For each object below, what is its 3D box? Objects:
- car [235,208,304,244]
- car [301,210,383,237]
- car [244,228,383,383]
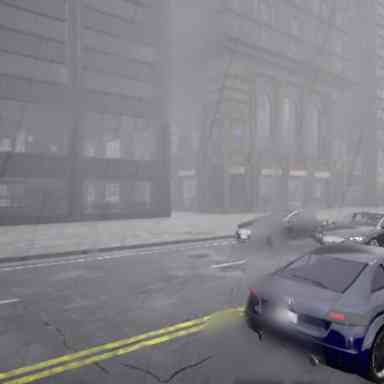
[{"bbox_3d":[4.045,1.492,14.549,4.902,1.511,2.128,0,0,-35],"label":"car"},{"bbox_3d":[6.592,1.492,12.373,4.902,1.511,2.128,0,0,-35],"label":"car"},{"bbox_3d":[2.860,1.564,5.479,4.181,1.385,1.994,0,0,-35],"label":"car"}]
